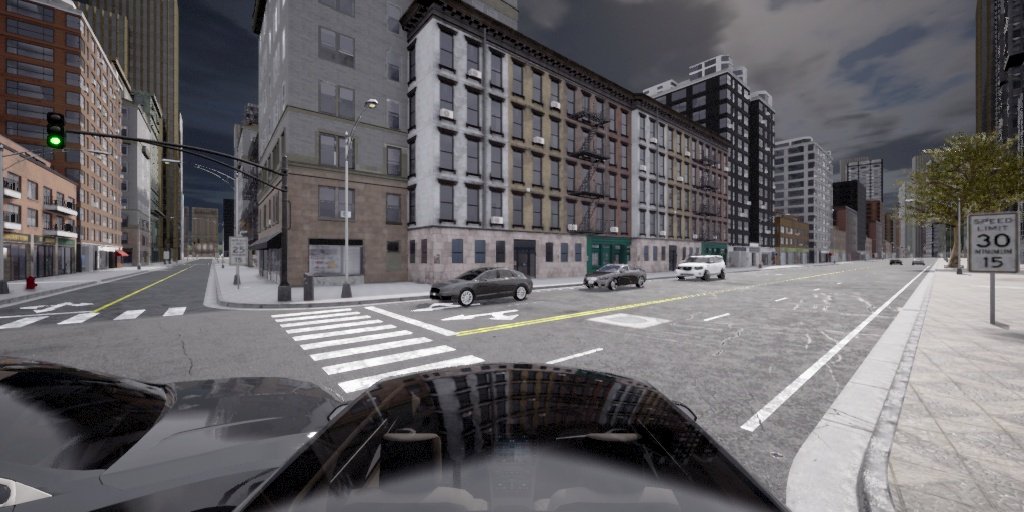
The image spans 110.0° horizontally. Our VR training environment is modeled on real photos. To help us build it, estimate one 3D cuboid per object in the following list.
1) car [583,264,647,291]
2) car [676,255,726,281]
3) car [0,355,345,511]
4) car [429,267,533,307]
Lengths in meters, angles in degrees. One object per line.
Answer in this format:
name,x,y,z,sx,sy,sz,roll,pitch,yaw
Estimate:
car,6.434,1.243,22.206,4.902,1.511,2.128,0,0,-40
car,15.974,0.959,30.179,5.566,2.045,2.150,0,0,-40
car,-3.249,1.257,1.556,4.892,1.490,1.837,0,0,-35
car,-1.230,1.264,15.804,4.892,1.490,1.837,0,0,-40
